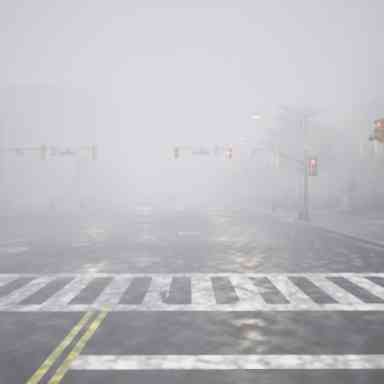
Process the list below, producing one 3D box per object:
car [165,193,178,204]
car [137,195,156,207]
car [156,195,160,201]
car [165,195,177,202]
[{"bbox_3d":[-3.722,1.180,61.935,2.150,2.045,5.566,0,0,0],"label":"car"},{"bbox_3d":[-7.262,1.525,51.772,2.033,1.411,5.357,0,0,0],"label":"car"},{"bbox_3d":[-8.814,1.485,78.412,2.033,1.411,5.357,0,0,-18],"label":"car"},{"bbox_3d":[-5.035,1.423,77.957,1.882,1.535,5.008,0,0,-14],"label":"car"}]
